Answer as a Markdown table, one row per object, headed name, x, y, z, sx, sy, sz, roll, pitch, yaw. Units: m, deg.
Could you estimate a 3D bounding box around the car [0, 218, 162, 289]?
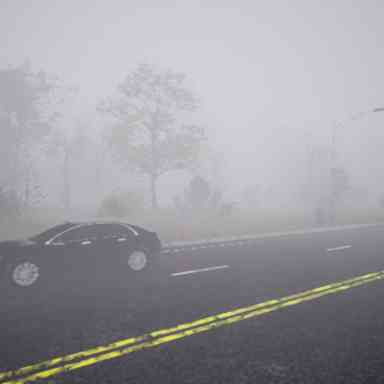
| name | x | y | z | sx | sy | sz | roll | pitch | yaw |
| --- | --- | --- | --- | --- | --- | --- | --- | --- | --- |
| car | -3.188 | 1.527 | 9.352 | 4.892 | 1.490 | 1.837 | 1 | -1 | -35 |
